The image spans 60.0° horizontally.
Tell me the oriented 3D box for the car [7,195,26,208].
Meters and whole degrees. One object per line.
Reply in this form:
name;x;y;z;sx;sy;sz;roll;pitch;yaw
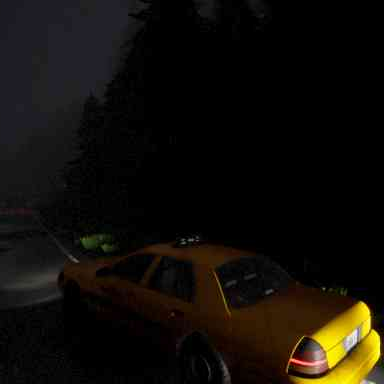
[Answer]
car;-21.121;1.057;40.068;2.128;1.511;4.902;-2;2;-26

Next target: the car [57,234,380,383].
car;-0.252;1.417;5.085;5.366;1.575;1.801;1;1;44
